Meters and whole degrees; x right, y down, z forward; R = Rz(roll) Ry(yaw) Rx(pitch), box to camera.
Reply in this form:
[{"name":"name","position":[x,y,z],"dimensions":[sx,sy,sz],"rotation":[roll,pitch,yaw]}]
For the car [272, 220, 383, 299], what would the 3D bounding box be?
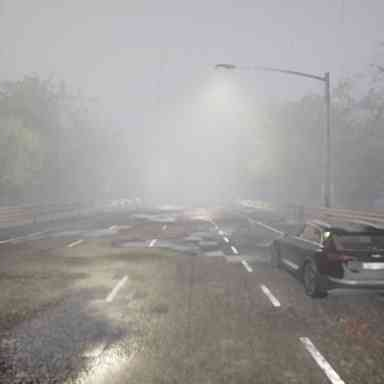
[{"name":"car","position":[3.475,1.492,8.583],"dimensions":[2.033,1.649,4.856],"rotation":[0,0,0]}]
